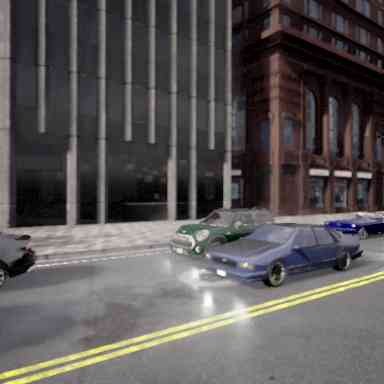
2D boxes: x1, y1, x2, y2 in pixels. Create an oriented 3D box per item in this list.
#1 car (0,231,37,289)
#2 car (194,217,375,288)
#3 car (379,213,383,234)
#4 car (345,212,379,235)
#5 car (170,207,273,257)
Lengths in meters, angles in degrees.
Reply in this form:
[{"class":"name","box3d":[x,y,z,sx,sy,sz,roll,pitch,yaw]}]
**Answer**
[{"class":"car","box3d":[-6.087,1.484,7.264,4.902,1.511,2.128,1,0,-33]},{"class":"car","box3d":[2.892,1.627,9.723,5.357,1.411,2.033,1,0,-36]},{"class":"car","box3d":[11.209,1.672,15.646,4.902,1.511,2.128,1,0,-35]},{"class":"car","box3d":[9.361,1.781,18.330,4.718,1.301,1.895,1,0,-35]},{"class":"car","box3d":[1.416,1.437,12.666,4.553,1.767,2.097,1,0,-35]}]
